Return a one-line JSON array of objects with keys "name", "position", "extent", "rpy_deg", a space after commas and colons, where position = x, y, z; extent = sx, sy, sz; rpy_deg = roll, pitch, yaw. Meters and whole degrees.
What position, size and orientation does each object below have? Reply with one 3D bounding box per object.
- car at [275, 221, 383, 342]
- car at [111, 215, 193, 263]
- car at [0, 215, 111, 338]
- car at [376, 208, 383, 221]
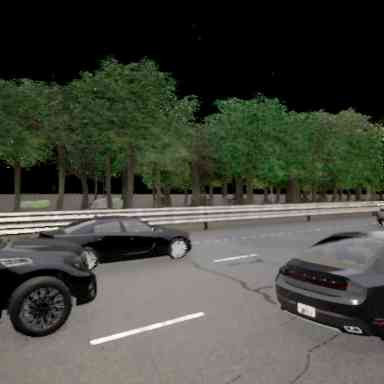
[{"name": "car", "position": [3.681, 1.515, 6.367], "extent": [4.892, 1.490, 1.837], "rpy_deg": [0, 0, -35]}, {"name": "car", "position": [-2.282, 1.484, 10.713], "extent": [5.008, 1.535, 1.882], "rpy_deg": [0, 0, -35]}, {"name": "car", "position": [-4.328, 1.219, 4.959], "extent": [5.566, 2.045, 2.150], "rpy_deg": [0, 0, -35]}, {"name": "car", "position": [14.423, 1.527, 22.603], "extent": [4.902, 1.511, 2.128], "rpy_deg": [0, 0, -35]}]
